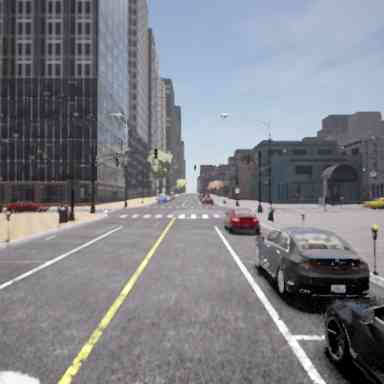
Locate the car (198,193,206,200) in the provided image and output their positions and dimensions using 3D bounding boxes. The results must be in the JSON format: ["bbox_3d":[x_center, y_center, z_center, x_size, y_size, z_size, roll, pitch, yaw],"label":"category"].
[{"bbox_3d":[2.719,1.221,91.284,2.192,1.841,5.009,1,0,0],"label":"car"}]

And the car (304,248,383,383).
[{"bbox_3d":[2.702,1.564,2.847,1.947,1.339,4.313,1,0,0],"label":"car"}]

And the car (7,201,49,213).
[{"bbox_3d":[-17.421,1.630,35.409,4.206,1.307,1.802,-1,0,1],"label":"car"}]

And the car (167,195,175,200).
[{"bbox_3d":[-5.666,1.472,91.246,1.947,1.339,4.313,1,0,0],"label":"car"}]

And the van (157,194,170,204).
[{"bbox_3d":[-5.665,1.280,62.876,1.690,1.788,3.998,1,0,0],"label":"van"}]

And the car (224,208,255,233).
[{"bbox_3d":[2.828,1.567,19.277,1.802,1.307,4.206,1,0,0],"label":"car"}]

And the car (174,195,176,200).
[{"bbox_3d":[-5.667,1.495,85.572,1.802,1.307,4.206,1,0,0],"label":"car"}]

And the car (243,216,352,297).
[{"bbox_3d":[2.704,1.545,8.325,2.008,1.369,4.403,1,0,0],"label":"car"}]

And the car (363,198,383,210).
[{"bbox_3d":[20.687,1.210,35.038,4.829,1.417,1.752,-1,0,1],"label":"car"}]

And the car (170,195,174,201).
[{"bbox_3d":[-5.667,1.452,74.054,1.752,1.417,4.829,1,0,0],"label":"car"}]

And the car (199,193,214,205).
[{"bbox_3d":[2.712,1.386,57.239,1.967,1.590,4.097,1,0,0],"label":"car"}]

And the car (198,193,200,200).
[{"bbox_3d":[2.716,1.248,68.587,2.192,1.841,5.009,1,0,0],"label":"car"}]
